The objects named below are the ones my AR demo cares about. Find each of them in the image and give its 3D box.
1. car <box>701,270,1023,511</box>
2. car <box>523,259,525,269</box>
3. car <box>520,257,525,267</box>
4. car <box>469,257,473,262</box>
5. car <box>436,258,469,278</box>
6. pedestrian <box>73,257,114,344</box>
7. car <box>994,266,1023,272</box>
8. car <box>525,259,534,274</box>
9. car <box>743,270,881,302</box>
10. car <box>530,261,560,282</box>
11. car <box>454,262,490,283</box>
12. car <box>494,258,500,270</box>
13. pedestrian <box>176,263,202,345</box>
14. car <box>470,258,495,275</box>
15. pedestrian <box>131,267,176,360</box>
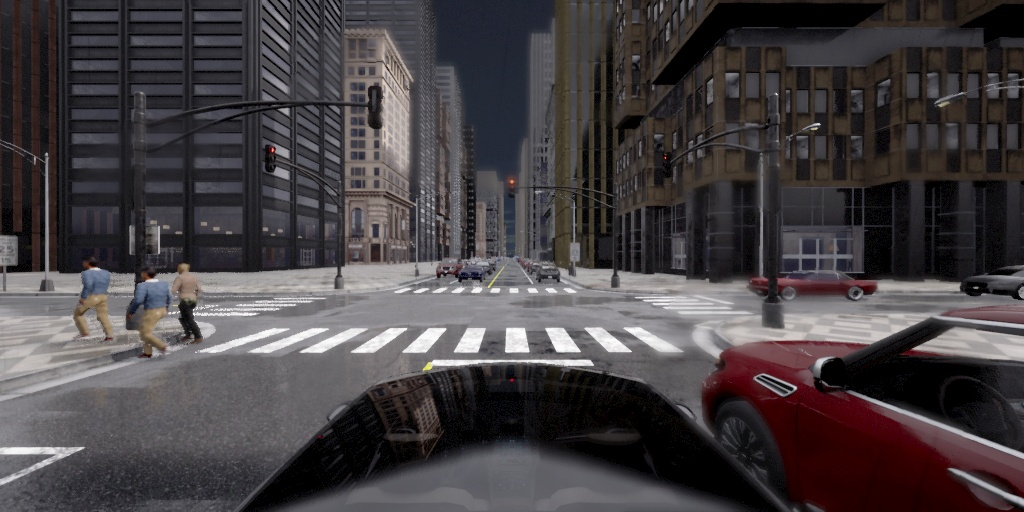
[{"bbox_3d":[2.763,1.065,1.238,2.192,1.841,5.009,0,0,0],"label":"car"},{"bbox_3d":[2.771,1.300,45.133,1.888,1.381,4.507,0,0,0],"label":"car"},{"bbox_3d":[2.774,1.199,56.414,1.967,1.591,4.097,0,0,0],"label":"car"},{"bbox_3d":[-5.755,1.193,39.486,1.967,1.591,4.097,0,0,0],"label":"car"},{"bbox_3d":[-5.756,1.067,33.844,2.192,1.841,5.009,0,0,0],"label":"car"},{"bbox_3d":[-8.770,0.893,7.485,0.375,1.860,0.375,0,0,0],"label":"pedestrian"},{"bbox_3d":[23.668,1.195,16.434,4.892,1.490,1.837,0,0,0],"label":"car"},{"bbox_3d":[2.770,1.304,39.493,2.007,1.370,4.403,0,0,0],"label":"car"},{"bbox_3d":[13.522,1.314,16.386,4.718,1.301,1.895,0,0,0],"label":"car"},{"bbox_3d":[2.768,1.302,28.211,2.007,1.370,4.403,0,0,0],"label":"car"},{"bbox_3d":[-3.094,1.352,28.469,1.895,1.301,4.718,0,0,0],"label":"car"},{"bbox_3d":[-3.083,1.304,48.806,2.033,1.411,5.357,0,0,0],"label":"car"},{"bbox_3d":[-7.351,1.044,8.085,0.375,1.860,0.375,0,0,0],"label":"pedestrian"},{"bbox_3d":[-3.093,1.279,38.437,1.812,1.442,4.674,0,0,0],"label":"car"},{"bbox_3d":[-6.872,1.044,6.878,0.375,1.860,0.375,0,0,0],"label":"pedestrian"}]
